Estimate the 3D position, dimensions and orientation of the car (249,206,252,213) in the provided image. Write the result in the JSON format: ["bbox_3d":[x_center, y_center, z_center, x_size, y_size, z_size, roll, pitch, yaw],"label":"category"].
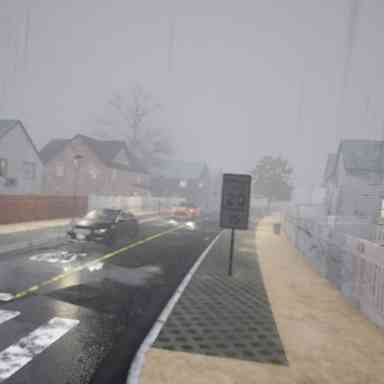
[{"bbox_3d":[8.107,2.513,51.871,2.128,1.511,4.902,4,0,19],"label":"car"}]

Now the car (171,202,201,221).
[{"bbox_3d":[-0.472,1.721,32.077,2.097,1.767,4.553,4,0,14],"label":"car"}]

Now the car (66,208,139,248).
[{"bbox_3d":[-3.877,1.505,15.276,2.128,1.511,4.902,4,0,10],"label":"car"}]
